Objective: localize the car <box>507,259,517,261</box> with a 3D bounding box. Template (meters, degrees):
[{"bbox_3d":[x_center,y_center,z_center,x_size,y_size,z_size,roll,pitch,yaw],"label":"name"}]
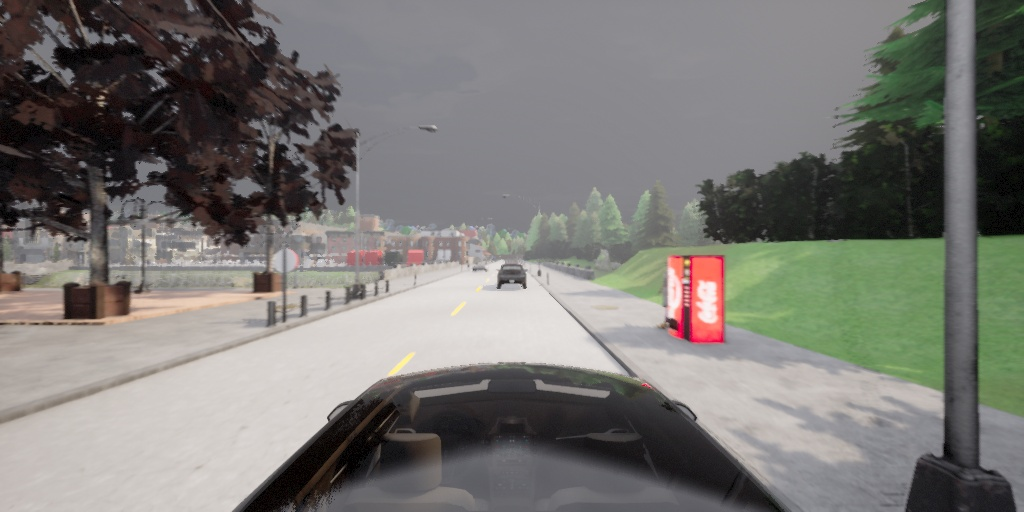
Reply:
[{"bbox_3d":[-0.001,1.191,52.206,2.097,1.767,4.553,0,0,0],"label":"car"}]

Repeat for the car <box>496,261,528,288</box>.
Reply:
[{"bbox_3d":[-0.001,1.284,24.202,1.837,1.490,4.892,0,0,0],"label":"car"}]

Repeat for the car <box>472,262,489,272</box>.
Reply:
[{"bbox_3d":[-4.065,1.419,46.618,1.895,1.301,4.718,0,0,1],"label":"car"}]

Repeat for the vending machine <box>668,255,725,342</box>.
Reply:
[{"bbox_3d":[4.299,0.956,8.442,1.100,2.100,0.880,0,0,0],"label":"vending machine"}]

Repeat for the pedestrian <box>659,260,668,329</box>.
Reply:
[{"bbox_3d":[4.188,0.952,9.381,0.375,1.860,0.375,0,0,0],"label":"pedestrian"}]
